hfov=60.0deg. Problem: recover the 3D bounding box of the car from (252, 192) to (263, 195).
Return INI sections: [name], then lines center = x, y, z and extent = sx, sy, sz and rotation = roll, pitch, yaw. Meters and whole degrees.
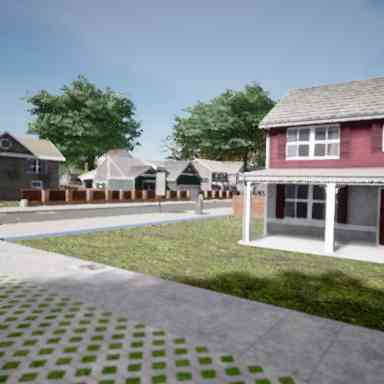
[car]
center = 9.410, 0.805, 50.121
extent = 1.837, 1.490, 4.892
rotation = 2, 1, 36
